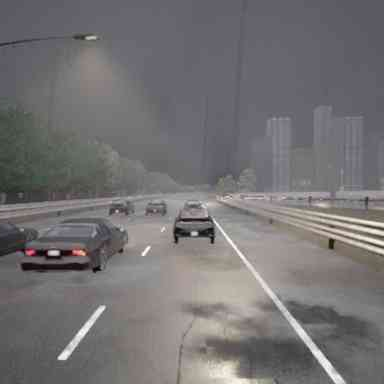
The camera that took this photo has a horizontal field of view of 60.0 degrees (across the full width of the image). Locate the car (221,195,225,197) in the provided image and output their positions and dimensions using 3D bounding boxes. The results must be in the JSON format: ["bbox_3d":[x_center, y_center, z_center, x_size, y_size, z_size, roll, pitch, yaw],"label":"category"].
[{"bbox_3d":[8.619,1.412,86.923,1.994,1.385,4.181,0,0,-12],"label":"car"}]

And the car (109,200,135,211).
[{"bbox_3d":[-6.904,1.518,33.114,1.837,1.490,4.892,0,0,0],"label":"car"}]

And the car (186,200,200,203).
[{"bbox_3d":[0.096,1.539,34.141,1.812,1.442,4.674,0,0,0],"label":"car"}]

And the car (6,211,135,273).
[{"bbox_3d":[-3.399,1.554,10.693,2.033,1.411,5.357,0,0,0],"label":"car"}]

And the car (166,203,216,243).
[{"bbox_3d":[0.097,1.500,16.124,2.128,1.511,4.902,0,0,0],"label":"car"}]

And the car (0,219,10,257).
[{"bbox_3d":[-6.899,1.553,10.657,2.033,1.411,5.357,0,0,0],"label":"car"}]

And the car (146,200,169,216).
[{"bbox_3d":[-3.404,1.505,32.966,2.128,1.511,4.902,0,0,0],"label":"car"}]
